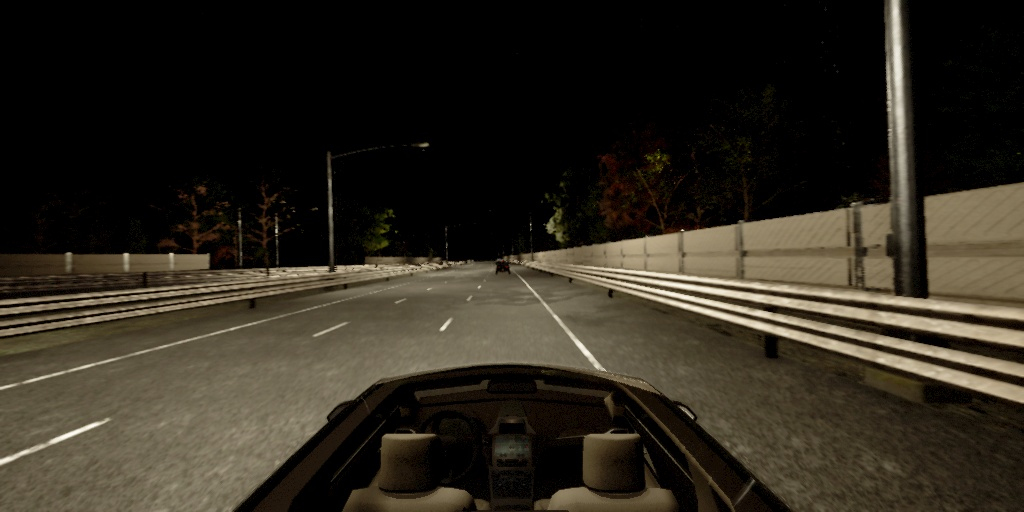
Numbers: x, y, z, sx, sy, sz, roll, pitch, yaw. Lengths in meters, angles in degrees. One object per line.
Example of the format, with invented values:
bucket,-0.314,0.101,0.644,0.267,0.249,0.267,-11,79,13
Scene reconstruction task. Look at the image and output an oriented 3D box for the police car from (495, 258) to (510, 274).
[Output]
police car,-1.208,1.504,47.273,1.930,1.638,5.238,-2,-1,-1
